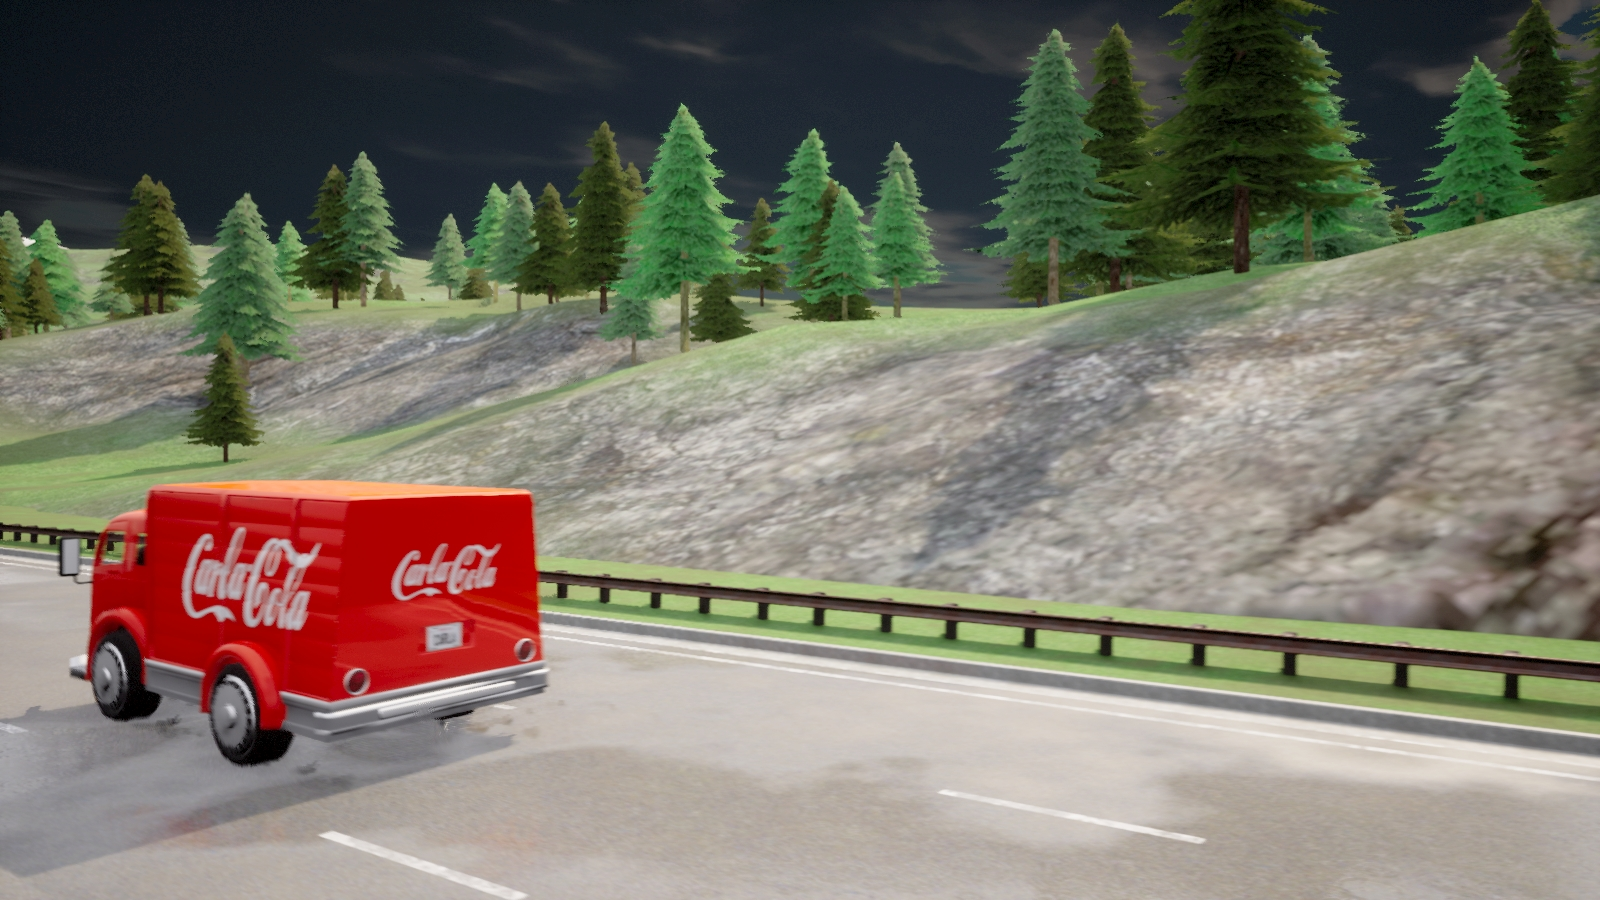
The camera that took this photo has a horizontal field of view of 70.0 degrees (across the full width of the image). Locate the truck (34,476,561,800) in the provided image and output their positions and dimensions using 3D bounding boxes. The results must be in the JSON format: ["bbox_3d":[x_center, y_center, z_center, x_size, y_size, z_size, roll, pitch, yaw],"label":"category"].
[{"bbox_3d":[-5.258,1.565,11.733,5.204,2.467,2.627,0,0,35],"label":"truck"}]
